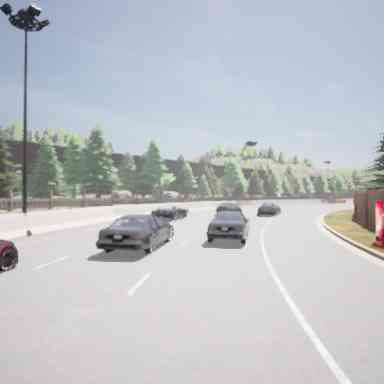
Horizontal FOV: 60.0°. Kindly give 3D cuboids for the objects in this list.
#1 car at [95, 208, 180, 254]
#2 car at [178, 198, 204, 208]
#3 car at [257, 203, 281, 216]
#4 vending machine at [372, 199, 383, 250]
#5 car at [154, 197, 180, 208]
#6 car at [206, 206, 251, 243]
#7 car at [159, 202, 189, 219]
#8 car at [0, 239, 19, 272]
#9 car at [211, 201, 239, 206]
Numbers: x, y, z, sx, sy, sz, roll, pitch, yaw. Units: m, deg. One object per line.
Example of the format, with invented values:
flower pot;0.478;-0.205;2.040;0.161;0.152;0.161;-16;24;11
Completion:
car;-2.169;1.633;14.025;2.033;1.411;5.357;0;0;9
car;-0.109;1.880;57.418;1.882;1.535;5.008;0;0;33
car;8.613;1.878;36.881;1.994;1.385;4.181;0;0;25
vending machine;8.402;1.348;14.106;1.100;2.100;0.880;0;0;11
car;-4.252;1.728;57.446;2.097;1.767;4.553;0;0;32
car;1.936;1.679;16.979;2.033;1.411;5.357;0;0;12
car;-1.855;1.797;29.637;1.895;1.301;4.718;0;0;18
car;-6.332;1.583;8.361;1.994;1.385;4.181;0;0;5
car;3.823;1.794;34.720;1.812;1.442;4.674;0;0;22
